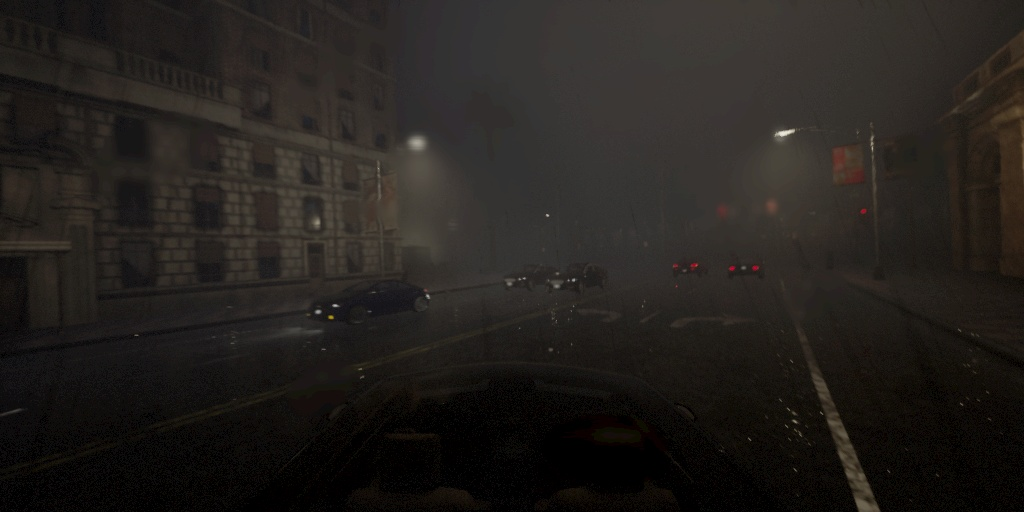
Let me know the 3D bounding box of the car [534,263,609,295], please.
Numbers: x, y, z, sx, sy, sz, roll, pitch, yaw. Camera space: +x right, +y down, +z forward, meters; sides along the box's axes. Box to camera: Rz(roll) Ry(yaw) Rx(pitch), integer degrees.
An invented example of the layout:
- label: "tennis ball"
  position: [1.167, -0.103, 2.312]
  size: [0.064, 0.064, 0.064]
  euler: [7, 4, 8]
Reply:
- label: "car"
  position: [3.549, 1.123, 19.102]
  size: [2.128, 1.511, 4.902]
  euler: [-3, 0, 36]

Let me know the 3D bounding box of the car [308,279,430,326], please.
- label: "car"
  position: [-5.075, 1.564, 13.146]
  size: [1.994, 1.385, 4.181]
  euler: [-3, 0, 35]

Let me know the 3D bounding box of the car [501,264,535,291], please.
- label: "car"
  position: [1.280, 1.230, 22.039]
  size: [2.128, 1.511, 4.902]
  euler: [-3, 0, 36]

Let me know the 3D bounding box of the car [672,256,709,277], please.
- label: "car"
  position: [13.090, 0.748, 26.330]
  size: [1.812, 1.442, 4.674]
  euler: [-3, 0, 36]

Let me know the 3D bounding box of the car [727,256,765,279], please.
- label: "car"
  position: [14.975, 0.678, 22.958]
  size: [2.033, 1.411, 5.357]
  euler: [-3, 0, 36]
